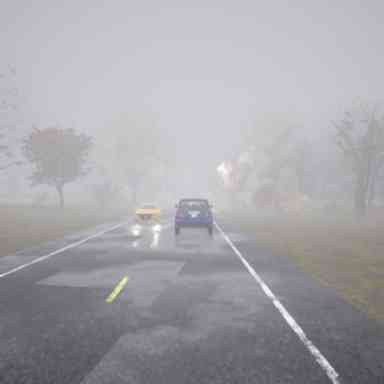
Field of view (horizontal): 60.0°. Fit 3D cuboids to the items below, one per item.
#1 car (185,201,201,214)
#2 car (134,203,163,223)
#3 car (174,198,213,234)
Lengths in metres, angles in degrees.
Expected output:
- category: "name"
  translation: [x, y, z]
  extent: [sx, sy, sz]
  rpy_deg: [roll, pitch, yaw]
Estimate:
- category: "car"
  translation: [0.111, 1.779, 39.155]
  extent: [1.812, 1.442, 4.674]
  rpy_deg: [0, 0, 0]
- category: "car"
  translation: [-3.493, 1.649, 27.421]
  extent: [1.882, 1.535, 5.008]
  rpy_deg: [0, -1, 0]
- category: "car"
  translation: [0.107, 1.348, 20.196]
  extent: [2.150, 2.045, 5.566]
  rpy_deg: [0, 0, 0]
